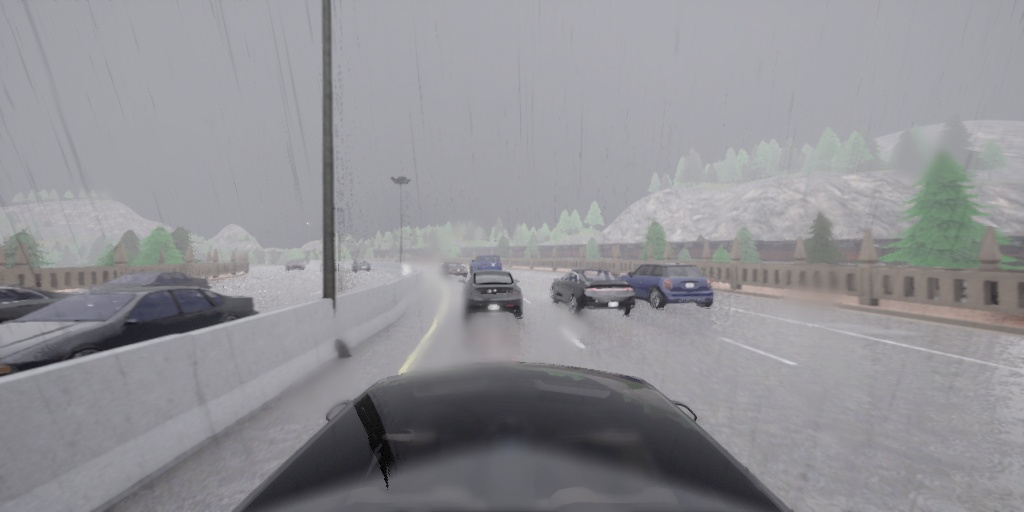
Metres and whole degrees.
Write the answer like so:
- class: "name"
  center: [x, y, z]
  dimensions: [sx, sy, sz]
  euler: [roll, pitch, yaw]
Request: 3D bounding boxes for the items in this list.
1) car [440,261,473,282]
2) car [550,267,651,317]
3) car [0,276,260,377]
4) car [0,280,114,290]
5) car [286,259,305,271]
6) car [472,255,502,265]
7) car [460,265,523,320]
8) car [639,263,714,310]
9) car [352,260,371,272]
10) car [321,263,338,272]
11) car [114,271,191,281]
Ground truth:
- class: "car"
  center: [-5.430, 1.276, 33.166]
  dimensions: [2.033, 1.411, 5.357]
  euler: [0, 0, -19]
- class: "car"
  center: [2.702, 1.209, 12.972]
  dimensions: [2.128, 1.511, 4.902]
  euler: [0, 0, -7]
- class: "car"
  center: [-7.362, 1.324, 6.951]
  dimensions: [2.033, 1.411, 5.357]
  euler: [0, 0, -4]
- class: "car"
  center: [-10.905, 1.285, 6.448]
  dimensions: [2.128, 1.511, 4.902]
  euler: [0, 0, -4]
- class: "car"
  center: [-31.750, 1.286, 52.538]
  dimensions: [2.097, 1.767, 4.553]
  euler: [-1, 0, -37]
- class: "car"
  center: [-2.639, 0.924, 35.655]
  dimensions: [2.150, 2.045, 5.566]
  euler: [0, 0, -20]
- class: "car"
  center: [-0.767, 1.241, 12.668]
  dimensions: [1.837, 1.490, 4.892]
  euler: [0, 0, -7]
- class: "car"
  center: [5.992, 1.049, 14.719]
  dimensions: [2.097, 1.767, 4.553]
  euler: [0, 0, -7]
- class: "car"
  center: [-19.927, 1.312, 47.369]
  dimensions: [2.128, 1.511, 4.902]
  euler: [-1, 0, -30]
- class: "car"
  center: [-24.844, 1.359, 48.752]
  dimensions: [2.128, 1.511, 4.902]
  euler: [-1, 0, -32]
- class: "car"
  center: [-15.387, 1.364, 15.277]
  dimensions: [2.033, 1.411, 5.357]
  euler: [0, 0, -10]
